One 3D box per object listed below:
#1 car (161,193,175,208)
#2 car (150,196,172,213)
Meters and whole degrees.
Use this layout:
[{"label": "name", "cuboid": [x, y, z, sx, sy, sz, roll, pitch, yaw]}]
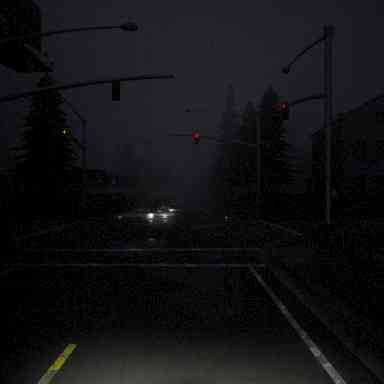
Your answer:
[{"label": "car", "cuboid": [-3.589, 1.221, 47.894, 2.150, 2.045, 5.566, 0, 0, 1]}, {"label": "car", "cuboid": [-3.600, 1.505, 37.429, 1.837, 1.490, 4.892, 0, 0, 0]}]
